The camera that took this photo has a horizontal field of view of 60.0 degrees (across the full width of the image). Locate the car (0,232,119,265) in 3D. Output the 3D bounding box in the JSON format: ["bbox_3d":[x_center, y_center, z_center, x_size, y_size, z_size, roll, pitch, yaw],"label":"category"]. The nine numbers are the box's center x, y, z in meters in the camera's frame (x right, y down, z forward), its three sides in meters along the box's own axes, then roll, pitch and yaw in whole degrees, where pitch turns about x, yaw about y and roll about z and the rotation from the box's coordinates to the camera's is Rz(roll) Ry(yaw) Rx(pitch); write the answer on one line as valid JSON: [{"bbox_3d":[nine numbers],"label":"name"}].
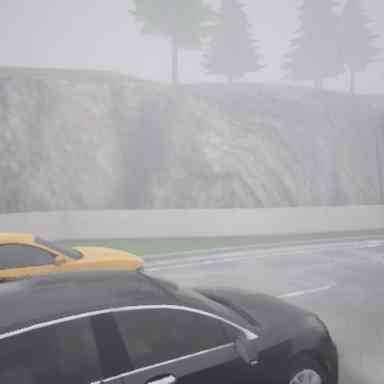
[{"bbox_3d":[-3.216,1.438,5.726,5.008,1.535,1.882,-1,0,-34],"label":"car"}]

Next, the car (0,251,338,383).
[{"bbox_3d":[-0.733,1.479,2.895,4.892,1.490,1.837,-1,0,-34],"label":"car"}]
